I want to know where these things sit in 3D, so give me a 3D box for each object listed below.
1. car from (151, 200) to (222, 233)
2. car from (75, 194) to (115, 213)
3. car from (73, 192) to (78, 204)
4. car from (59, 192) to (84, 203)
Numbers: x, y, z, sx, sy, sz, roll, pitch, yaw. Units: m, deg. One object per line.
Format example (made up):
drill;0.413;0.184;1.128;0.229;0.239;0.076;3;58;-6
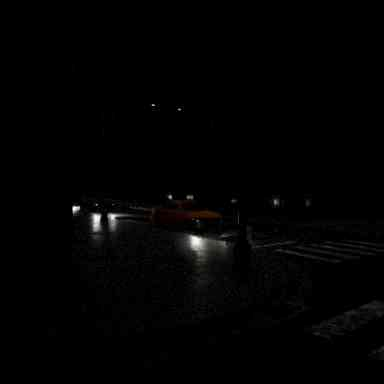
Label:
car;-0.415;1.227;18.186;1.882;1.535;5.008;0;1;-35
car;-8.555;1.121;29.753;1.895;1.301;4.718;0;1;-35
car;-15.596;0.906;39.801;1.895;1.301;4.718;0;1;-34
car;-17.095;0.714;46.995;2.033;1.411;5.357;0;1;-35
